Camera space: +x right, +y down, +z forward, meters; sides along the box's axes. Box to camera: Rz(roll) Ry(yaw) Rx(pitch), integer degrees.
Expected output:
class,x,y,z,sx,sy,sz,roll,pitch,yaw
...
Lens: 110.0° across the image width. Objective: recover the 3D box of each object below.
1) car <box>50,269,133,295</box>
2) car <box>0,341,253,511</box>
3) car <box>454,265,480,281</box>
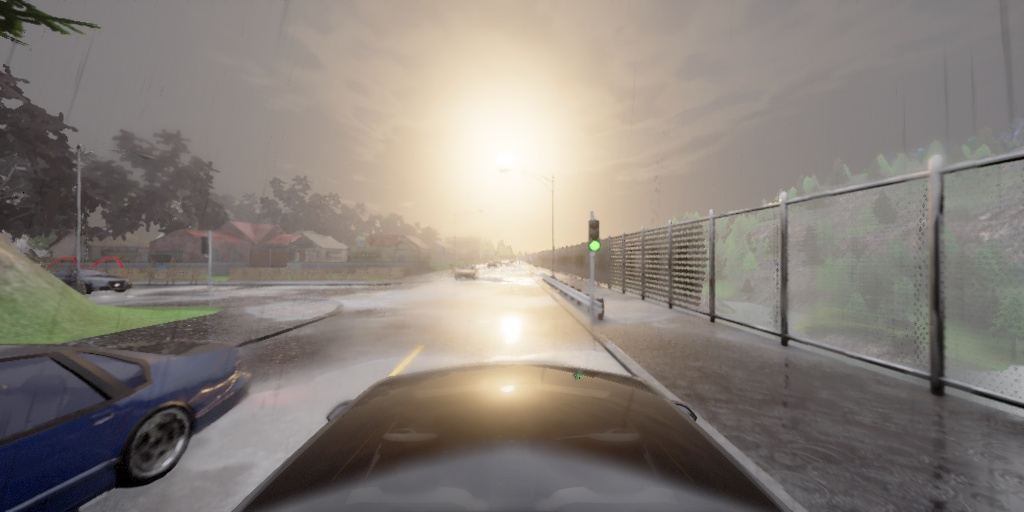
class,x,y,z,sx,sy,sz,roll,pitch,yaw
car,-23.629,1.406,19.651,4.181,1.385,1.994,0,0,0
car,-4.021,1.333,1.883,2.033,1.411,5.357,0,0,0
car,-4.002,1.489,32.563,2.033,1.411,5.357,0,0,0
